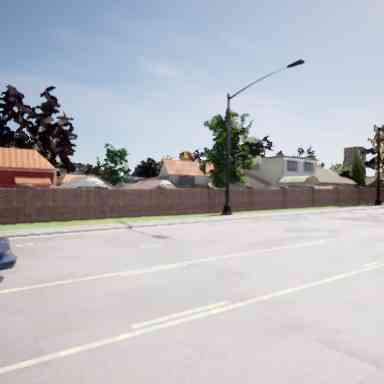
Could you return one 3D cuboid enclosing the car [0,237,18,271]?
[{"bbox_3d":[-7.028,1.553,7.577,5.357,1.411,2.033,0,0,-35],"label":"car"}]
